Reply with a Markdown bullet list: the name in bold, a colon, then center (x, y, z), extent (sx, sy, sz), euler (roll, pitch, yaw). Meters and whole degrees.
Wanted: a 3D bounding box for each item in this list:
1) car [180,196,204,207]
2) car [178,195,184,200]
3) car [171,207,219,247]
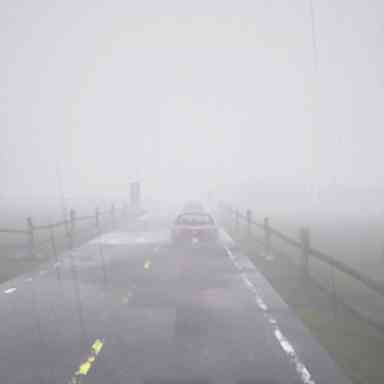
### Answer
- **car**: center (0.109, 1.428, 30.136), extent (1.882, 1.535, 5.008), euler (0, 0, 0)
- **car**: center (-2.717, 1.455, 91.476), extent (1.994, 1.385, 4.181), euler (0, 0, 0)
- **car**: center (0.106, 1.574, 14.936), extent (1.895, 1.301, 4.718), euler (0, 0, 0)
